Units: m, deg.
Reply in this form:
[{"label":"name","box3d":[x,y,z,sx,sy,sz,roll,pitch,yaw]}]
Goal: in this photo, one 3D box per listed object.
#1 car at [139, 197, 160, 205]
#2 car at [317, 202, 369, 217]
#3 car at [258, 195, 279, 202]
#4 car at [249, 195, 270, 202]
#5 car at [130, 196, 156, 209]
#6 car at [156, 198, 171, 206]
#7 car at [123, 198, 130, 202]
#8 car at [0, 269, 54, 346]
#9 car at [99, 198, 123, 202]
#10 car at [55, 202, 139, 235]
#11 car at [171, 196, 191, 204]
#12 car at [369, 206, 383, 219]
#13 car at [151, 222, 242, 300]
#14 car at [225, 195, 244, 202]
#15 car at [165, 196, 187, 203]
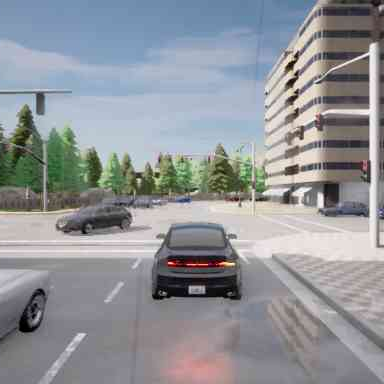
[{"label":"car","box3d":[-7.786,1.620,61.269,1.895,1.301,4.718,0,0,20]},{"label":"car","box3d":[14.600,1.613,31.054,5.357,1.411,2.033,0,0,0]},{"label":"car","box3d":[18.506,1.525,80.617,4.892,1.490,1.837,0,0,-22]},{"label":"car","box3d":[15.182,1.618,74.831,4.718,1.301,1.895,0,0,-33]},{"label":"car","box3d":[-6.758,1.366,46.469,2.097,1.767,4.553,0,0,3]},{"label":"car","box3d":[-5.633,1.618,56.249,1.895,1.301,4.718,0,0,14]},{"label":"car","box3d":[-9.962,1.563,51.359,2.033,1.411,5.357,0,0,6]},{"label":"car","box3d":[-3.426,1.602,3.862,1.895,1.301,4.718,0,0,0]},{"label":"car","box3d":[-10.400,1.518,41.663,1.837,1.490,4.892,0,0,2]},{"label":"car","box3d":[-5.486,1.519,19.078,1.837,1.490,4.892,-2,-1,30]},{"label":"car","box3d":[-1.901,1.498,66.053,1.882,1.535,5.008,0,0,28]},{"label":"car","box3d":[17.697,1.590,27.544,4.674,1.442,1.812,0,0,0]},{"label":"car","box3d":[0.116,1.507,8.383,1.837,1.490,4.892,0,0,1]},{"label":"car","box3d":[9.708,1.501,75.101,5.008,1.535,1.882,0,0,-41]},{"label":"car","box3d":[-3.311,1.562,70.771,2.033,1.411,5.357,0,0,31]}]
